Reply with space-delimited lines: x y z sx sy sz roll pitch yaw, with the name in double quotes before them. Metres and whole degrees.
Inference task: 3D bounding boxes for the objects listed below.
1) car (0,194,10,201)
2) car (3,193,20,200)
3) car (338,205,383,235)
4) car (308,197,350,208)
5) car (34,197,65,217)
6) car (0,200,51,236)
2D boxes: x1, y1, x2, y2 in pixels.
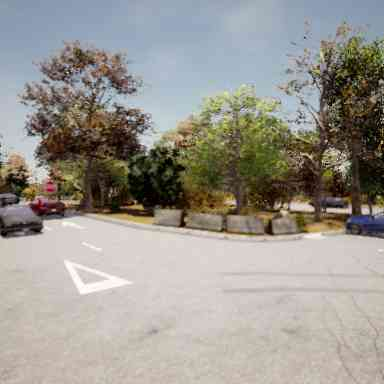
"car" -18.234 1.229 30.043 2.033 1.411 5.357 -3 3 -36
"car" -21.651 0.922 38.392 4.902 1.511 2.128 2 4 40
"car" 10.398 1.621 17.190 2.002 1.452 4.674 0 0 -35
"car" 18.591 1.410 45.405 2.033 1.411 5.357 -3 3 -36
"car" -11.398 1.131 25.963 1.882 1.535 5.008 -3 2 -36
"car" -9.619 1.417 18.130 2.033 1.411 5.357 -3 2 -37
